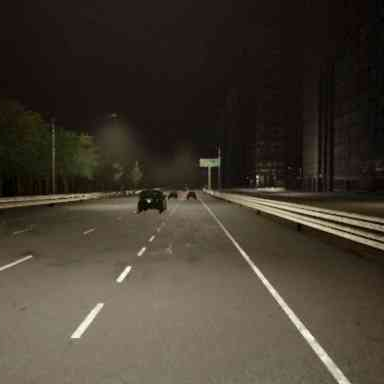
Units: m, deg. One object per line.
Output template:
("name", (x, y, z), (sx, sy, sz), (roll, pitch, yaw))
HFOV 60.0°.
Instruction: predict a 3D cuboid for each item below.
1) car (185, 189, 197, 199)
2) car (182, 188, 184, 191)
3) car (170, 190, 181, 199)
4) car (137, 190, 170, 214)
("car", (-0.084, 0.638, 64.075), (1.837, 1.490, 4.892), (0, 1, 0))
("car", (-3.781, 0.200, 83.969), (2.097, 1.767, 4.553), (0, 1, 0))
("car", (-3.697, 0.631, 66.112), (1.812, 1.442, 4.674), (0, 1, 0))
("car", (-3.534, 0.821, 30.090), (2.150, 2.045, 5.566), (0, 1, 0))
